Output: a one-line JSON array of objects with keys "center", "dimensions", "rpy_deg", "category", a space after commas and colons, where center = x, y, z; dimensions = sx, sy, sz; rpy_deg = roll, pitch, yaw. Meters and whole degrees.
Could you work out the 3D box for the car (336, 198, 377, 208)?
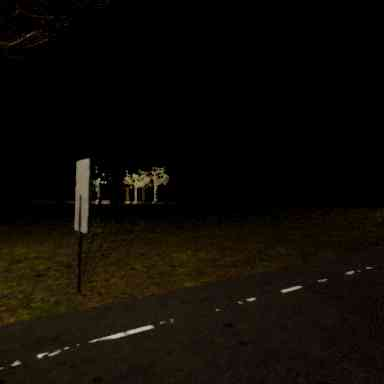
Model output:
[{"center": [23.635, 1.521, 47.918], "dimensions": [2.033, 1.411, 5.357], "rpy_deg": [2, -2, -36], "category": "car"}]
